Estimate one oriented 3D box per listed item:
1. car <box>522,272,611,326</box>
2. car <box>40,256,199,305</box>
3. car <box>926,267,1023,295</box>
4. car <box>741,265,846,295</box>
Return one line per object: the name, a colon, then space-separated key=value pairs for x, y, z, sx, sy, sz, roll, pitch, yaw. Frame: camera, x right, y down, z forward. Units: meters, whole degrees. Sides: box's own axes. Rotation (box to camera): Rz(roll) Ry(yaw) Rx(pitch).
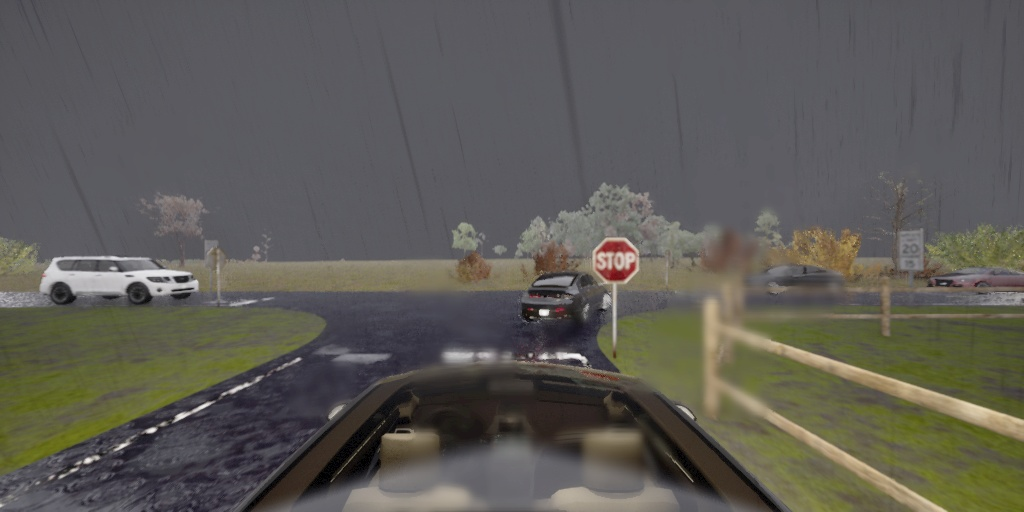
car: x=1.921 y=1.261 z=11.900 sx=1.837 sy=1.490 sz=4.892 roll=-2 pitch=0 yaw=26
car: x=-17.445 y=1.024 z=16.090 sx=5.566 sy=2.045 sz=2.150 roll=0 pitch=0 yaw=0
car: x=24.502 y=1.262 z=18.700 sx=4.181 sy=1.385 sz=1.994 roll=0 pitch=0 yaw=1
car: x=14.558 y=1.224 z=18.785 sx=4.892 sy=1.490 sz=1.837 roll=0 pitch=0 yaw=0
